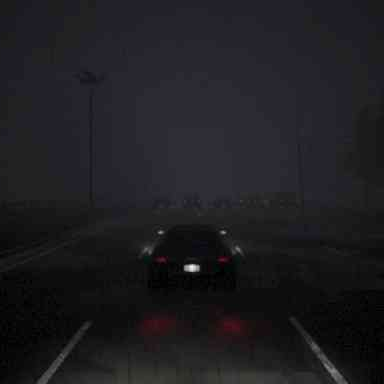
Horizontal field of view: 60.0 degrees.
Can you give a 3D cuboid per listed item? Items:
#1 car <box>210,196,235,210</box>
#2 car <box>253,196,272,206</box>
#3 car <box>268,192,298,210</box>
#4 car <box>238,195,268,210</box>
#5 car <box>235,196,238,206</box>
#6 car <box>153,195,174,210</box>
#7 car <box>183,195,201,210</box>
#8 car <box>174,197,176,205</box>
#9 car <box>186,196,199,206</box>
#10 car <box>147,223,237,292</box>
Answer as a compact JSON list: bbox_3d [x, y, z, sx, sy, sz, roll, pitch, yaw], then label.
[{"bbox_3d":[3.507,1.267,38.829,1.837,1.490,4.892,0,0,0],"label":"car"},{"bbox_3d":[10.516,1.294,50.118,1.895,1.301,4.718,0,0,0],"label":"car"},{"bbox_3d":[10.507,0.986,38.507,2.150,2.045,5.566,0,0,0],"label":"car"},{"bbox_3d":[7.007,1.115,38.800,2.097,1.767,4.553,0,0,0],"label":"car"},{"bbox_3d":[7.011,1.246,49.350,2.033,1.411,5.357,0,0,0],"label":"car"},{"bbox_3d":[-3.493,1.267,38.899,1.837,1.490,4.892,0,0,0],"label":"car"},{"bbox_3d":[0.008,1.114,38.898,2.097,1.767,4.553,0,0,0],"label":"car"},{"bbox_3d":[-3.481,1.218,50.399,1.812,1.442,4.674,0,0,0],"label":"car"},{"bbox_3d":[0.018,1.293,50.360,1.895,1.301,4.718,0,0,0],"label":"car"},{"bbox_3d":[0.002,1.509,8.790,1.994,1.385,4.181,0,0,0],"label":"car"}]
